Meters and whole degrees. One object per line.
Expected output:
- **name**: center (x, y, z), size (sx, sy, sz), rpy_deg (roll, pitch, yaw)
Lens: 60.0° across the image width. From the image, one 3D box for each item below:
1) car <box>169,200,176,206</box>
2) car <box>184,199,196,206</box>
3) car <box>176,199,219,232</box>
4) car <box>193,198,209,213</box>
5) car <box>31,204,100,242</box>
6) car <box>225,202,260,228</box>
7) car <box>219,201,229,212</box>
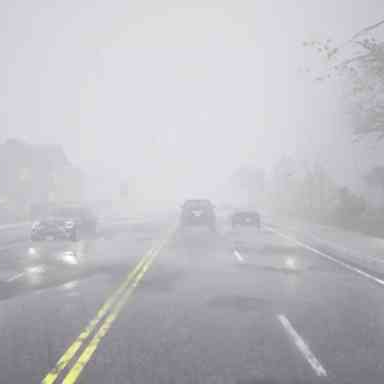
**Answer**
- **car**: center (-3.687, 2.265, 71.084), size (1.895, 1.301, 4.718), rpy_deg (0, -1, 4)
- **car**: center (-0.446, 2.203, 70.844), size (2.033, 1.411, 5.357), rpy_deg (0, -1, 4)
- **car**: center (0.392, 1.437, 21.882), size (2.150, 2.045, 5.566), rpy_deg (0, -1, 1)
- **car**: center (1.279, 1.790, 45.329), size (2.097, 1.767, 4.553), rpy_deg (0, -1, 3)
- **car**: center (-6.400, 1.523, 17.251), size (2.097, 1.767, 4.553), rpy_deg (0, -1, 1)
- **car**: center (3.709, 1.715, 24.274), size (1.882, 1.535, 5.008), rpy_deg (0, -1, 2)
- **car**: center (4.589, 1.971, 46.406), size (1.812, 1.442, 4.674), rpy_deg (0, 0, 3)
